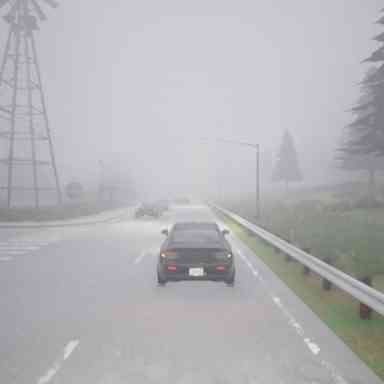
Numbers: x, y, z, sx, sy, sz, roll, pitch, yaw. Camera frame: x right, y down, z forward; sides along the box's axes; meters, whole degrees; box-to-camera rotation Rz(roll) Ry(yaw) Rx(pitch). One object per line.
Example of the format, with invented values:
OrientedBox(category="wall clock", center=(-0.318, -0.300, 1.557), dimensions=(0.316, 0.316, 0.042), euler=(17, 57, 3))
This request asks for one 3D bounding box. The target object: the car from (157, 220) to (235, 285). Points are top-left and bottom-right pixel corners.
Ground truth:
OrientedBox(category="car", center=(0.097, 1.503, 9.275), dimensions=(1.812, 1.442, 4.674), euler=(0, 0, 0))

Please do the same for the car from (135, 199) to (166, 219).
OrientedBox(category="car", center=(-3.624, 1.530, 28.596), dimensions=(1.895, 1.301, 4.718), euler=(0, 0, 1))

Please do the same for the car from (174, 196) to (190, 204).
OrientedBox(category="car", center=(-2.211, 1.421, 57.582), dimensions=(1.994, 1.385, 4.181), euler=(0, 0, -37))

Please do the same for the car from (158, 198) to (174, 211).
OrientedBox(category="car", center=(-3.553, 1.452, 38.593), dimensions=(2.033, 1.411, 5.357), euler=(0, 0, 1))
